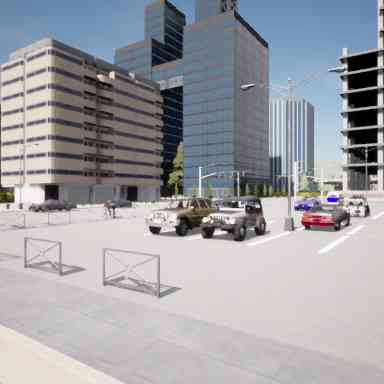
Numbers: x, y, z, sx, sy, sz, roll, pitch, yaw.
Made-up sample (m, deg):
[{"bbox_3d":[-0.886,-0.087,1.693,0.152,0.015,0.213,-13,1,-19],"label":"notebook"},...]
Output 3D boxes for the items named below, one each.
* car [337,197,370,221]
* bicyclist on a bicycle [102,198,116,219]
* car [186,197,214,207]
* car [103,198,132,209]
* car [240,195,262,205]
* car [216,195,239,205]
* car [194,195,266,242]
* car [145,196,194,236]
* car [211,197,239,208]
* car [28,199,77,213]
[{"bbox_3d":[14.074,1.395,28.607,1.970,1.475,3.806,0,0,34],"label":"car"},{"bbox_3d":[-6.542,1.302,26.240,1.656,1.620,0.582,0,0,34],"label":"bicyclist on a bicycle"},{"bbox_3d":[1.293,1.491,51.161,2.128,1.511,4.902,0,0,34],"label":"car"},{"bbox_3d":[-10.356,1.563,46.559,1.994,1.385,4.181,0,0,35],"label":"car"},{"bbox_3d":[10.365,1.352,58.368,2.097,1.767,4.553,0,0,34],"label":"car"},{"bbox_3d":[6.330,1.352,58.795,2.097,1.767,4.553,0,0,34],"label":"car"},{"bbox_3d":[2.074,1.156,15.629,1.905,1.878,3.866,0,0,34],"label":"car"},{"bbox_3d":[-0.296,1.153,17.291,1.932,1.855,4.605,0,0,34],"label":"car"},{"bbox_3d":[5.107,1.547,50.488,2.033,1.411,5.357,0,0,33],"label":"car"},{"bbox_3d":[-15.897,1.547,38.308,2.033,1.411,5.357,0,0,34],"label":"car"}]
